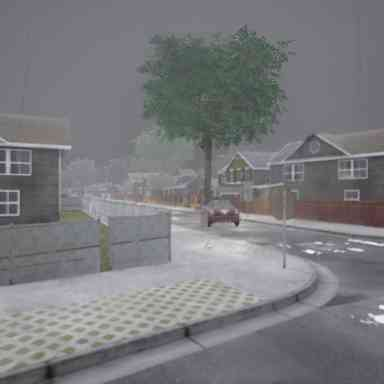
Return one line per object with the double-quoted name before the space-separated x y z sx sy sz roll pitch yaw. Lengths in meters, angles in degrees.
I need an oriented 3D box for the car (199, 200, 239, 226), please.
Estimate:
"car" 1.819 1.355 23.477 2.097 1.767 4.553 0 0 -7
